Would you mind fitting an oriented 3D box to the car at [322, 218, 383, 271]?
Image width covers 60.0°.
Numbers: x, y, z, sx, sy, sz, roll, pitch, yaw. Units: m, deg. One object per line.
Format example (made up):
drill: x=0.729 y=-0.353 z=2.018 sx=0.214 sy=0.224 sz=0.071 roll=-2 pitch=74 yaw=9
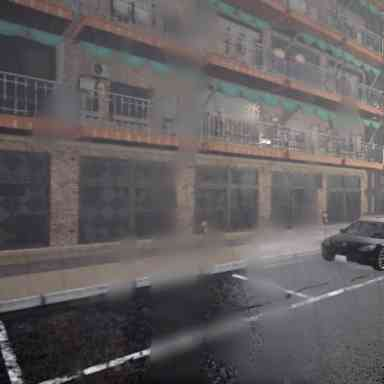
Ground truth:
car: x=6.086 y=1.545 z=10.897 sx=4.313 sy=1.339 sz=1.947 roll=0 pitch=1 yaw=-36
